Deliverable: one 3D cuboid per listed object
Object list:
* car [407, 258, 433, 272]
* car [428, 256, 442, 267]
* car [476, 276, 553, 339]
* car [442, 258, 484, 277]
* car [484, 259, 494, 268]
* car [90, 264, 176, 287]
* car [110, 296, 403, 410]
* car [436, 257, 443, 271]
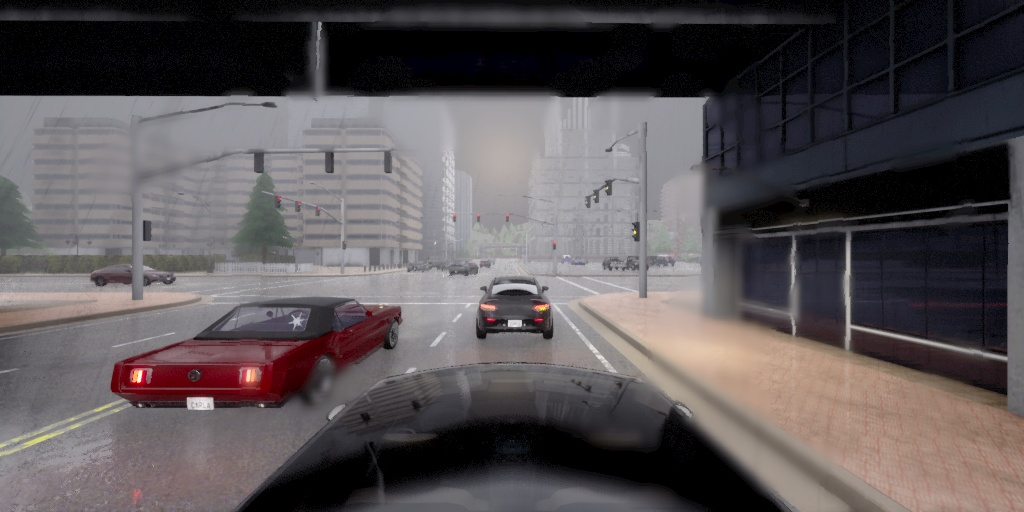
[{"bbox_3d":[-11.589,1.314,44.572,1.994,1.385,4.181,0,0,0],"label":"car"},{"bbox_3d":[-11.666,0.971,53.929,2.150,2.045,5.566,0,0,-1],"label":"car"},{"bbox_3d":[0.070,1.276,9.967,1.812,1.442,4.674,0,0,0],"label":"car"},{"bbox_3d":[-4.743,1.241,35.677,2.128,1.511,4.902,0,0,11],"label":"car"},{"bbox_3d":[-4.548,1.254,62.131,1.837,1.490,4.892,0,0,0],"label":"car"},{"bbox_3d":[-25.578,1.276,24.253,4.674,1.442,1.812,0,0,0],"label":"car"},{"bbox_3d":[-3.441,1.351,6.201,1.895,1.301,4.718,0,0,0],"label":"car"},{"bbox_3d":[-8.115,1.241,47.368,2.128,1.511,4.902,0,0,0],"label":"car"}]
